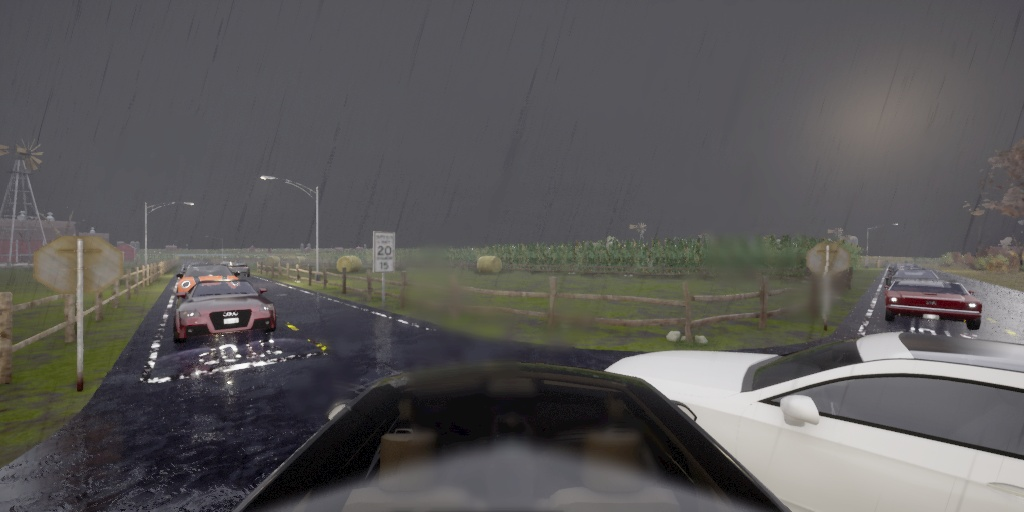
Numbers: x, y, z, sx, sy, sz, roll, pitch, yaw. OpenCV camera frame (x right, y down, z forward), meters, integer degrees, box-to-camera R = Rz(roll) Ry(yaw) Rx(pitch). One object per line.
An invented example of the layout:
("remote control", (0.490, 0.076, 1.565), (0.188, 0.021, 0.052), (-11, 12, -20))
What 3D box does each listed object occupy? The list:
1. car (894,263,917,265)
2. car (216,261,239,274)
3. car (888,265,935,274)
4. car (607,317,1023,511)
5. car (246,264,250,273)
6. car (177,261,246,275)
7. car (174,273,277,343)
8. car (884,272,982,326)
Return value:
("car", (27.145, 1.400, 24.564), (4.181, 1.385, 1.994), (0, 1, -43))
("car", (-34.067, 1.322, 42.918), (1.837, 1.490, 4.892), (0, 0, -42))
("car", (20.444, 1.362, 18.252), (5.357, 1.411, 2.033), (0, 1, -43))
("car", (2.822, 1.293, 2.475), (1.812, 1.442, 4.674), (0, 1, -44))
("car", (-27.283, 1.297, 35.518), (2.128, 1.511, 4.902), (0, 0, -42))
("car", (-13.853, 1.146, 16.403), (2.097, 1.767, 4.553), (0, 0, -42))
("car", (-8.022, 1.358, 9.969), (1.994, 1.385, 4.181), (0, 0, -43))
("car", (13.423, 1.397, 11.628), (4.718, 1.301, 1.895), (0, 1, -44))
